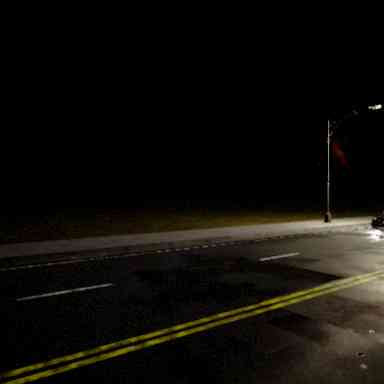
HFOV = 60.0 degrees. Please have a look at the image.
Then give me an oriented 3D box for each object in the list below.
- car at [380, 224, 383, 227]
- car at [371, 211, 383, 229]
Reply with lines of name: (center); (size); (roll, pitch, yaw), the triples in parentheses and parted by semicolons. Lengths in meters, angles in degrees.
car: (6.965, 1.550, 8.410); (4.892, 1.490, 1.837); (0, 0, -36)
car: (13.213, 1.664, 21.099); (4.181, 1.385, 1.994); (0, 0, -36)
